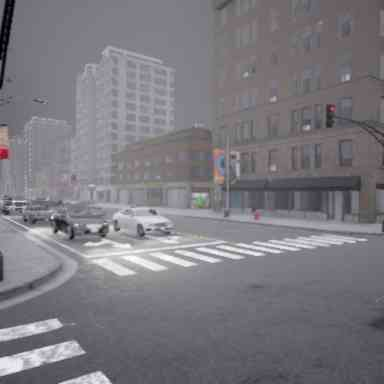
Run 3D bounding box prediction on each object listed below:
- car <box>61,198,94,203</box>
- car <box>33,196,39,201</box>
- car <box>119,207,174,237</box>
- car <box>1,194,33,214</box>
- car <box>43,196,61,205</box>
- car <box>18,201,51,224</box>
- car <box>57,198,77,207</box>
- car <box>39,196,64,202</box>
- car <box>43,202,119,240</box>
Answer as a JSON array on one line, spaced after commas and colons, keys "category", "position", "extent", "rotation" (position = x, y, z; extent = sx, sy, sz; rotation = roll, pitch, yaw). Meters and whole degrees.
[{"category": "car", "position": [-8.331, 1.527, 26.265], "extent": [2.128, 1.511, 4.902], "rotation": [1, 0, -36]}, {"category": "car", "position": [-26.236, 1.508, 56.960], "extent": [1.837, 1.490, 4.892], "rotation": [1, 0, -36]}, {"category": "car", "position": [-2.892, 1.577, 18.763], "extent": [1.812, 1.442, 4.674], "rotation": [1, 0, -37]}, {"category": "car", "position": [-18.730, 1.210, 35.140], "extent": [2.150, 2.045, 5.566], "rotation": [1, -1, -36]}, {"category": "car", "position": [-26.573, 1.567, 62.971], "extent": [2.033, 1.411, 5.357], "rotation": [1, 0, -36]}, {"category": "car", "position": [-11.375, 1.608, 24.938], "extent": [1.895, 1.301, 4.718], "rotation": [1, 0, -36]}, {"category": "car", "position": [-20.671, 1.640, 54.796], "extent": [1.895, 1.301, 4.718], "rotation": [1, 0, -36]}, {"category": "car", "position": [-20.561, 1.372, 49.099], "extent": [2.097, 1.767, 4.553], "rotation": [1, 0, -36]}, {"category": "car", "position": [-5.950, 1.515, 17.421], "extent": [2.128, 1.511, 4.902], "rotation": [1, 0, -36]}]
